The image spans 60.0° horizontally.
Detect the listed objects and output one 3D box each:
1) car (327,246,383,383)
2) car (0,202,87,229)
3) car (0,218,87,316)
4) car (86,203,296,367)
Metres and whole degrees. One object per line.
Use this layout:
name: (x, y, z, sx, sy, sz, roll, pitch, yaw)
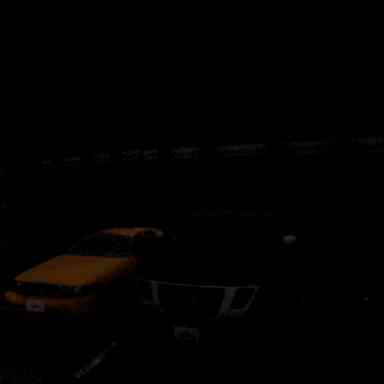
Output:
car: (3.145, 1.488, 4.612, 2.231, 1.521, 4.892, -1, -1, 16)
car: (-4.209, 1.318, 9.923, 2.435, 2.045, 5.566, -1, -1, 15)
car: (-1.804, 1.536, 7.953, 1.946, 1.575, 5.366, 0, -1, 16)
car: (0.688, 1.263, 6.349, 2.435, 2.045, 5.566, 0, -1, 16)
